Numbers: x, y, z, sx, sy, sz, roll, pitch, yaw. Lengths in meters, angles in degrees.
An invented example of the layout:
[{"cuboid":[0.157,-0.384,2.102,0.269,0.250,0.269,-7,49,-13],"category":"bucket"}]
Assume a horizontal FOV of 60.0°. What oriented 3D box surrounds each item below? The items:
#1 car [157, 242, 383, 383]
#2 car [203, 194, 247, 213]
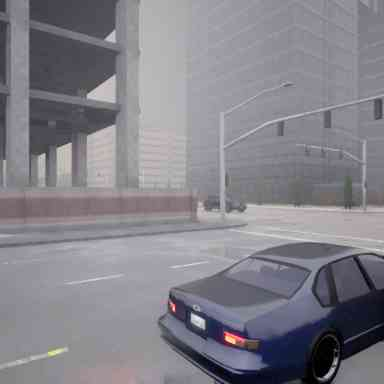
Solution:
[{"cuboid":[2.123,1.547,5.303,5.357,1.411,2.033,0,0,-35],"category":"car"},{"cuboid":[3.541,1.223,36.725,2.150,2.045,5.566,0,0,-36],"category":"car"}]
